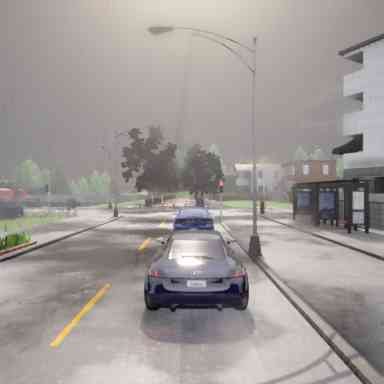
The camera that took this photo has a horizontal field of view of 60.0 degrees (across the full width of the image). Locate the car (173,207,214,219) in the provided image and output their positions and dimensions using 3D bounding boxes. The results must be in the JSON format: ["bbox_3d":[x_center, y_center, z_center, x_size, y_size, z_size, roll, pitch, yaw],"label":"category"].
[{"bbox_3d":[0.079,1.478,16.769,1.882,1.535,5.008,0,0,0],"label":"car"}]

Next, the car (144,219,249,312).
[{"bbox_3d":[0.089,1.564,7.787,1.994,1.385,4.181,0,0,0],"label":"car"}]
